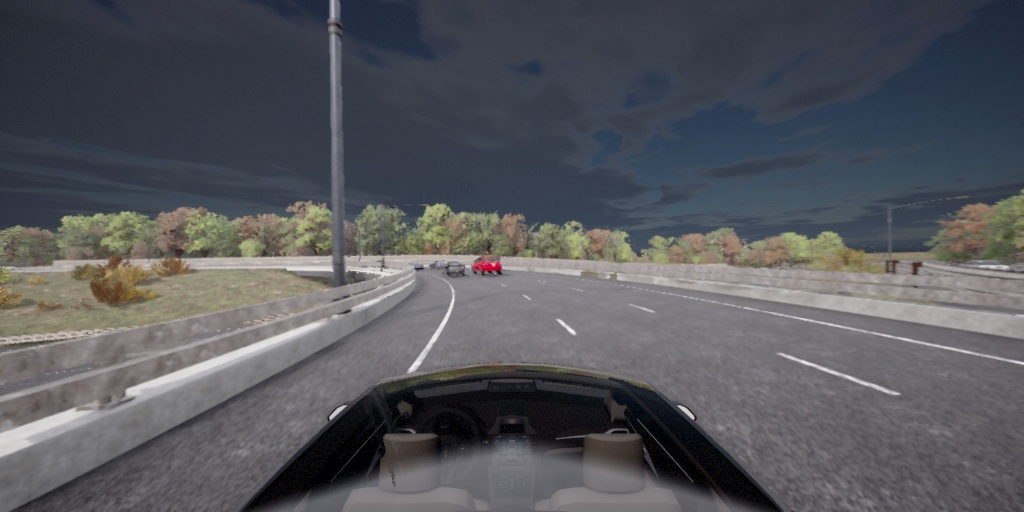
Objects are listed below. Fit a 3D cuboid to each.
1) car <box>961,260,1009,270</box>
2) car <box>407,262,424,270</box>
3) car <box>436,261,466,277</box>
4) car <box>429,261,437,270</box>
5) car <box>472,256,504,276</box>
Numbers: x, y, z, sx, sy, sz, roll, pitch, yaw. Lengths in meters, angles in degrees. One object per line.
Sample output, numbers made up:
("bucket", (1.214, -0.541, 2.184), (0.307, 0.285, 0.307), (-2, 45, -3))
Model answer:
("car", (36.711, 0.976, 28.035), (4.718, 1.301, 1.895), (1, -2, -45))
("car", (-15.618, 1.618, 57.489), (1.994, 1.385, 4.181), (-1, 0, -32))
("car", (-6.319, 1.370, 38.128), (2.128, 1.511, 4.902), (-1, 0, -20))
("car", (-11.905, 1.535, 58.136), (2.033, 1.411, 5.357), (-1, 0, -31))
("car", (-2.772, 1.033, 38.890), (2.150, 2.045, 5.566), (-1, -1, -20))
